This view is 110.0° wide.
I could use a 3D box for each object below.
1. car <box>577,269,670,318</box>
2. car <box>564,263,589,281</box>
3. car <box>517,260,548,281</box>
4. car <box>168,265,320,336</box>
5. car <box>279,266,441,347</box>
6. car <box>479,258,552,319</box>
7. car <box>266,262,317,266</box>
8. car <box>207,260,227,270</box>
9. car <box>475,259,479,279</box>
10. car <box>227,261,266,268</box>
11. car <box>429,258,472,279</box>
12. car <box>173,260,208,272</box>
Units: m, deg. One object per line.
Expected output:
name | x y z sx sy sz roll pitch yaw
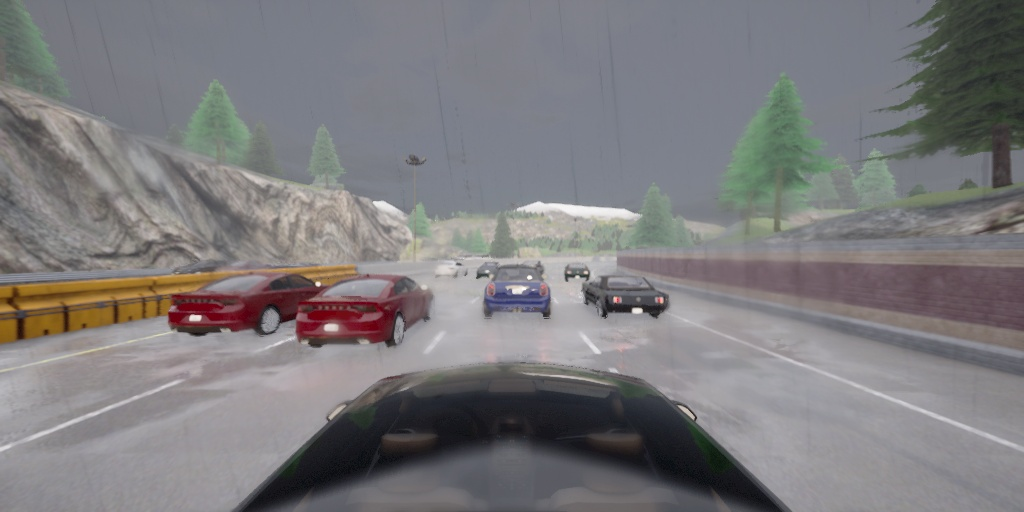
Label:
car | 3.702 1.297 12.621 1.895 1.301 4.718 0 0 1
car | 5.064 1.219 28.132 1.895 1.301 4.718 0 0 8
car | 1.789 1.102 29.696 2.128 1.511 4.902 0 0 8
car | -6.842 1.185 10.276 1.882 1.535 5.008 0 0 1
car | -3.365 1.190 9.232 1.882 1.535 5.008 0 0 1
car | 0.223 1.048 12.774 2.097 1.767 4.553 0 0 2
car | -16.321 1.183 27.828 1.994 1.385 4.181 0 0 8
car | -22.966 1.129 30.873 1.812 1.442 4.674 0 0 8
car | -1.655 1.171 30.261 1.994 1.385 4.181 0 0 8
car | -19.747 1.215 28.822 1.895 1.301 4.718 0 0 7
car | -5.136 1.131 30.701 1.812 1.442 4.674 0 0 9
car | -26.463 1.107 31.113 1.837 1.490 4.892 0 0 8
